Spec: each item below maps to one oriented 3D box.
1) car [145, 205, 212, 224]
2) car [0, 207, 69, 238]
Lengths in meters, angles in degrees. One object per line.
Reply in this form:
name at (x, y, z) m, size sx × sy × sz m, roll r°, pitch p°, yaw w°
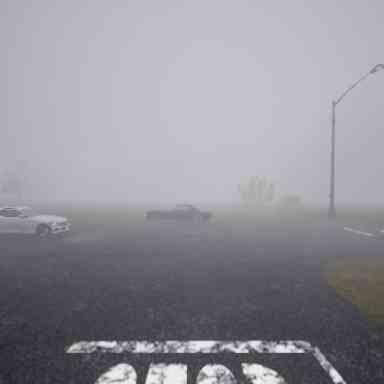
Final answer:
car at (-0.961, 1.564, 23.811) m, size 4.718 × 1.301 × 1.895 m, roll 1°, pitch 0°, yaw 0°
car at (-8.682, 1.483, 16.858) m, size 4.674 × 1.442 × 1.812 m, roll 1°, pitch 1°, yaw 0°
